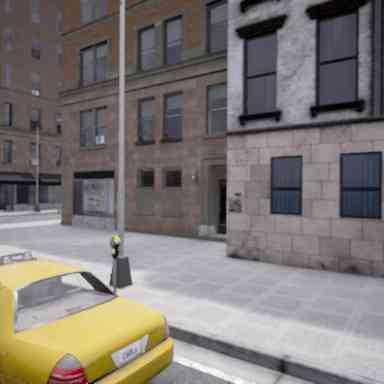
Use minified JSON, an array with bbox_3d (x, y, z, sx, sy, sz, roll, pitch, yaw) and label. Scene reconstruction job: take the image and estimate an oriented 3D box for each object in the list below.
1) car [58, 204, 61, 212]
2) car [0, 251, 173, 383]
[{"bbox_3d":[-9.551,1.163,29.726,2.128,1.511,4.902,1,1,34],"label":"car"},{"bbox_3d":[-2.514,1.487,4.500,4.829,1.417,1.752,1,0,34],"label":"car"}]
